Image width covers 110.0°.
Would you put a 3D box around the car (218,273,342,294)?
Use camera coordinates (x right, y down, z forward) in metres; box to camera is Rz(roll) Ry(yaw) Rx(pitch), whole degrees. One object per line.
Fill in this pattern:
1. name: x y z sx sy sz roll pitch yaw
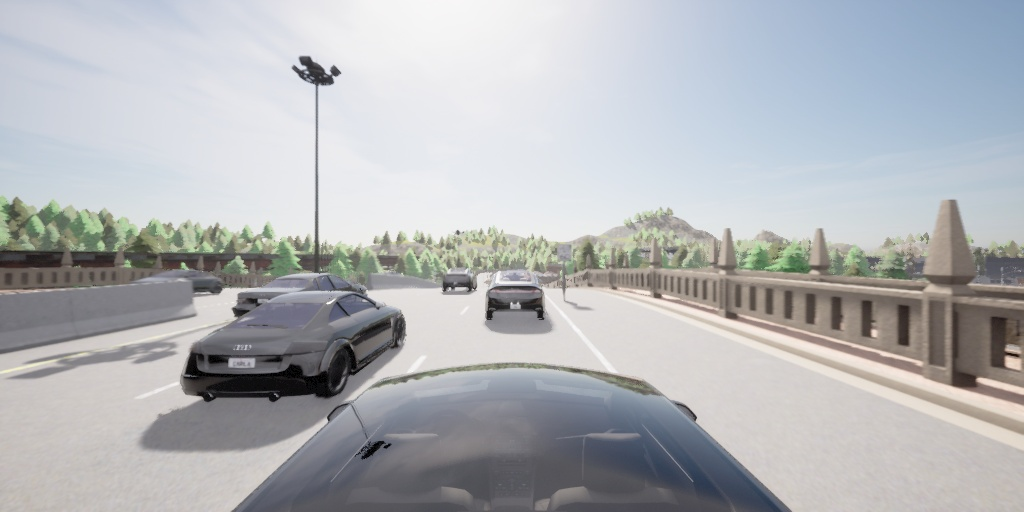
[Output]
1. car: -6.897 1.304 12.431 2.033 1.411 5.357 0 0 0

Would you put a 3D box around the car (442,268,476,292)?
1. car: -3.396 1.584 23.983 2.128 1.511 4.902 0 -3 0

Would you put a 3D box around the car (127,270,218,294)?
1. car: -17.589 1.438 18.882 1.994 1.385 4.181 0 -2 0

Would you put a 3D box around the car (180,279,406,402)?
1. car: -3.399 1.314 6.521 1.994 1.385 4.181 0 0 0

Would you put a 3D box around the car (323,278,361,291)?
1. car: -21.001 3.613 44.590 2.033 1.411 5.357 0 -7 0

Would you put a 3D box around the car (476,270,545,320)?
1. car: 0.101 1.250 12.696 2.128 1.511 4.902 0 0 0

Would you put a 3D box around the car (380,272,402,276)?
1. car: -14.022 2.806 40.755 2.150 2.045 5.566 0 -7 0
